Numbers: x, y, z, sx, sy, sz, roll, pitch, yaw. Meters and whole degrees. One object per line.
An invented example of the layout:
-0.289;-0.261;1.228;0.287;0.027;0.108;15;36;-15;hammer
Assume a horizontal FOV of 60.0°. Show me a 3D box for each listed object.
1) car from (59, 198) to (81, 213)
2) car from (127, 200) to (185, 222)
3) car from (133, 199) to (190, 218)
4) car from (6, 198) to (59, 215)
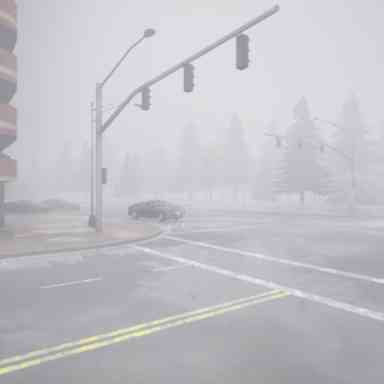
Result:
-14.595;1.426;36.357;5.008;1.535;1.882;0;0;17;car
-2.904;1.442;25.737;4.902;1.511;2.128;0;0;38;car
-2.831;1.443;30.292;4.902;1.511;2.128;0;0;35;car
-16.583;1.494;33.481;5.357;1.411;2.033;0;0;16;car
